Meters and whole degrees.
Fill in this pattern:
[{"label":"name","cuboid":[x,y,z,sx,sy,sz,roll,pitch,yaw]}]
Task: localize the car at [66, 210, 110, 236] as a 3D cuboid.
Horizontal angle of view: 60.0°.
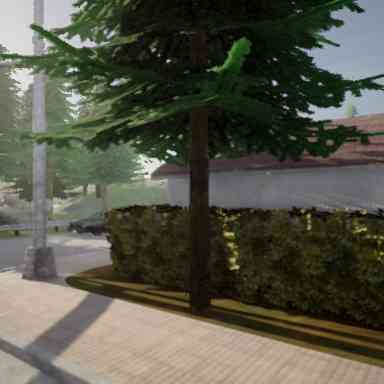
[{"label":"car","cuboid":[-5.438,1.911,21.726,2.033,1.411,5.357,-1,0,33]}]
